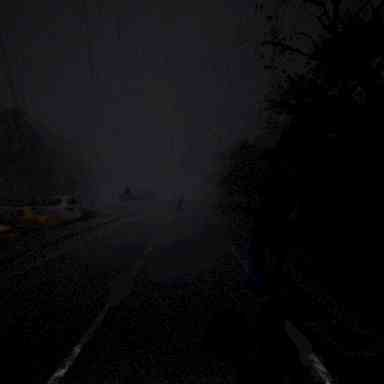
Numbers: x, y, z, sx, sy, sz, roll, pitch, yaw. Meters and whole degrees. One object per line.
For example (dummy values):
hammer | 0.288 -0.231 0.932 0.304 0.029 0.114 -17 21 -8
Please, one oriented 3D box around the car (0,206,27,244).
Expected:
car | -9.981 1.489 13.534 5.366 1.575 1.946 0 0 0

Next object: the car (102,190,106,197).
car | -23.250 0.653 76.609 5.008 1.535 2.097 0 1 0

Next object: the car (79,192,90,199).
car | -23.335 0.852 65.576 4.792 1.488 2.163 0 0 0

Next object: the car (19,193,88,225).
car | -10.163 1.271 21.865 5.566 2.045 2.435 0 0 0

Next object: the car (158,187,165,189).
car | -10.154 0.202 87.874 4.553 1.767 2.185 0 2 0

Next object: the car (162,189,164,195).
car | -10.119 0.537 82.307 4.792 1.488 2.163 0 2 0

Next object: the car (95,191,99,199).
car | -23.466 0.755 71.164 5.366 1.575 1.946 0 1 0

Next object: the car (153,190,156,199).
car | -10.221 0.827 65.577 5.008 1.535 2.097 0 1 0

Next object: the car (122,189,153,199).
car | -10.270 0.719 62.798 4.553 1.767 2.185 0 0 0

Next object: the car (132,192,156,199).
car | -10.194 0.763 71.160 4.892 1.521 2.231 0 1 0

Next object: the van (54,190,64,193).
van | -23.218 0.638 57.204 4.442 1.987 1.878 1 0 0

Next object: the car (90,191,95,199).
car | -23.479 0.792 68.369 5.366 1.575 1.946 0 1 0

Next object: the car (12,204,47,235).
car | -10.162 1.504 16.311 4.892 1.521 2.231 0 0 0

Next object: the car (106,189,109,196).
car | -23.237 0.585 79.398 5.008 1.535 2.097 0 2 0

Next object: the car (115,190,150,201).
car | -10.235 0.896 57.228 4.792 1.488 2.163 0 0 0

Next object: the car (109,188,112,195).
car | -23.223 0.506 82.315 4.892 1.521 2.231 0 2 0

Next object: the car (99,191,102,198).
car | -23.239 0.743 73.819 4.792 1.488 2.163 0 1 0

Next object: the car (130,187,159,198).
car | -10.242 0.548 68.368 5.566 2.045 2.435 0 1 0

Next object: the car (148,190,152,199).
car | -10.281 0.885 60.012 4.792 1.488 2.163 0 0 0

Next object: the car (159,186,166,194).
car | -10.141 0.099 90.652 4.553 1.767 2.185 0 2 0

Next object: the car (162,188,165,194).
car | -10.165 0.451 85.093 4.792 1.488 2.163 0 2 0

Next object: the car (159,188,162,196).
car | -10.130 0.460 79.516 4.553 1.767 2.185 0 2 0

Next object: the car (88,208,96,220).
car | -10.130 1.533 24.640 5.008 1.535 2.097 0 0 0

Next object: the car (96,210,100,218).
car | -10.085 1.573 27.415 4.792 1.488 2.163 0 0 0

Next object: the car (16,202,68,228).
car | -10.331 1.510 19.088 5.366 1.575 1.946 0 0 0

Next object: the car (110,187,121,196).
car | -23.005 0.223 90.544 5.366 1.575 1.946 0 2 0
